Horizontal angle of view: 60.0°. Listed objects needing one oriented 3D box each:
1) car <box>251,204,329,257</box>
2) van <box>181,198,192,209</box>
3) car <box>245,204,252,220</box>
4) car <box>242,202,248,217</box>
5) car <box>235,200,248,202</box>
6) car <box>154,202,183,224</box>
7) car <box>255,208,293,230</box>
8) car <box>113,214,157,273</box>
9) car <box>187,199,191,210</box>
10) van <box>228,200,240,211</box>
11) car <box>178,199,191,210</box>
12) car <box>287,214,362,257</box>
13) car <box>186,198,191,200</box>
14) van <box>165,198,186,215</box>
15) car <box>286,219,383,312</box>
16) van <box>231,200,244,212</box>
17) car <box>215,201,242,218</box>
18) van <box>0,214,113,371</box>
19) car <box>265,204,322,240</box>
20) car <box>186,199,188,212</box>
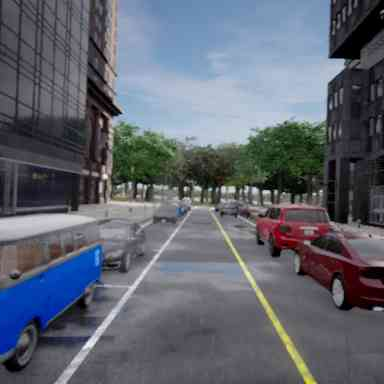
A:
[{"bbox_3d":[4.196,1.553,14.391,2.150,2.045,5.566,2,-1,2],"label":"car"},{"bbox_3d":[-1.002,2.018,59.657,1.690,1.788,3.998,2,-1,2],"label":"van"},{"bbox_3d":[6.651,2.165,32.379,1.752,1.417,4.829,2,-1,2],"label":"car"},{"bbox_3d":[6.817,2.254,37.643,1.887,1.381,4.507,2,-1,2],"label":"car"},{"bbox_3d":[6.993,2.222,43.078,1.967,1.590,4.097,2,-1,2],"label":"car"},{"bbox_3d":[-2.042,1.807,27.048,1.947,1.339,4.313,2,-1,2],"label":"car"},{"bbox_3d":[6.473,2.116,26.774,2.008,1.369,4.403,2,-1,2],"label":"car"},{"bbox_3d":[-2.557,1.579,10.745,2.008,1.369,4.403,2,-1,2],"label":"car"},{"bbox_3d":[-1.526,2.023,43.351,1.947,1.339,4.313,2,-1,2],"label":"car"},{"bbox_3d":[7.512,2.342,59.383,1.690,1.788,3.998,2,-1,2],"label":"van"},{"bbox_3d":[-1.178,2.044,54.221,1.967,1.590,4.097,2,-1,2],"label":"car"},{"bbox_3d":[6.136,1.951,16.075,1.752,1.417,4.829,2,-1,2],"label":"car"},{"bbox_3d":[-1.358,2.053,48.616,1.752,1.417,4.829,2,-1,2],"label":"car"},{"bbox_3d":[-1.862,1.654,32.485,1.690,1.788,3.998,2,-1,2],"label":"van"},{"bbox_3d":[4.032,1.732,8.362,1.882,1.535,5.008,2,-1,2],"label":"car"},{"bbox_3d":[7.340,2.269,53.949,1.690,1.788,3.998,2,-1,2],"label":"van"},{"bbox_3d":[4.104,2.101,37.994,2.128,1.511,4.902,2,-1,2],"label":"car"},{"bbox_3d":[-2.721,1.299,5.313,1.690,1.788,3.998,2,-1,2],"label":"van"},{"bbox_3d":[6.310,1.809,21.342,2.192,1.841,5.009,2,-1,2],"label":"car"},{"bbox_3d":[-1.702,1.908,37.747,1.752,1.417,4.829,2,-1,2],"label":"car"}]
